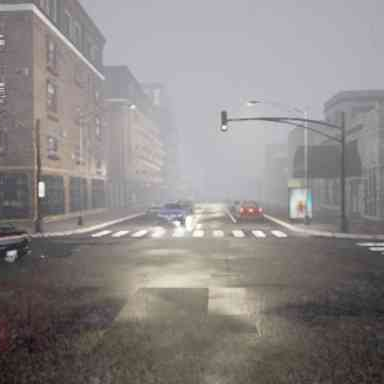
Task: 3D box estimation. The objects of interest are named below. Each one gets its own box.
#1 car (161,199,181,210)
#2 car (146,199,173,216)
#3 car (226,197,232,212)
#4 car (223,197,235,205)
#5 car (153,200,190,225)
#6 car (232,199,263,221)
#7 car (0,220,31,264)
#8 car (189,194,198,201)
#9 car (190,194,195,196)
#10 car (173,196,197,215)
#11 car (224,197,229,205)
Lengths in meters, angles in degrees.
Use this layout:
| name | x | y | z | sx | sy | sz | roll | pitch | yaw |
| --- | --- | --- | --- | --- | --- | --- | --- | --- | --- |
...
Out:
| name | x | y | z | sx | sy | sz | roll | pitch | yaw |
| --- | --- | --- | --- | --- | --- | --- | --- | --- | --- |
| car | -2.742 | 1.620 | 44.353 | 2.008 | 1.369 | 4.403 | -1 | 0 | 4 |
| car | -3.466 | 1.609 | 32.982 | 2.008 | 1.369 | 4.403 | -1 | 0 | 4 |
| car | 5.260 | 1.575 | 38.147 | 1.802 | 1.307 | 4.206 | -1 | 0 | 4 |
| car | 6.709 | 1.569 | 60.887 | 2.008 | 1.369 | 4.403 | -1 | 0 | 4 |
| car | -1.387 | 1.556 | 24.726 | 1.812 | 1.442 | 4.674 | 0 | 0 | 4 |
| car | 4.534 | 1.423 | 26.776 | 1.967 | 1.590 | 4.097 | -1 | 0 | 4 |
| car | -7.327 | 1.541 | 10.561 | 4.902 | 1.511 | 2.128 | 0 | 0 | 26 |
| car | 0.514 | 1.465 | 95.517 | 2.192 | 1.841 | 5.009 | -1 | 0 | 4 |
| car | -0.933 | 1.547 | 72.777 | 1.967 | 1.590 | 4.097 | -1 | 0 | 4 |
| car | -0.702 | 1.530 | 35.059 | 2.128 | 1.511 | 4.902 | 0 | 0 | 4 |
| car | 5.622 | 1.549 | 43.832 | 2.008 | 1.369 | 4.403 | -1 | 0 | 4 |
